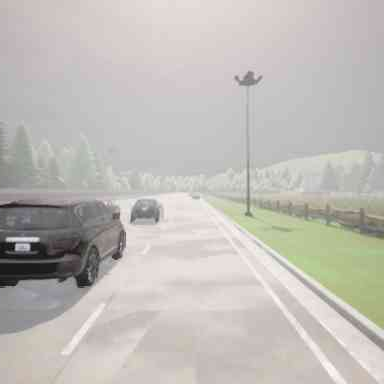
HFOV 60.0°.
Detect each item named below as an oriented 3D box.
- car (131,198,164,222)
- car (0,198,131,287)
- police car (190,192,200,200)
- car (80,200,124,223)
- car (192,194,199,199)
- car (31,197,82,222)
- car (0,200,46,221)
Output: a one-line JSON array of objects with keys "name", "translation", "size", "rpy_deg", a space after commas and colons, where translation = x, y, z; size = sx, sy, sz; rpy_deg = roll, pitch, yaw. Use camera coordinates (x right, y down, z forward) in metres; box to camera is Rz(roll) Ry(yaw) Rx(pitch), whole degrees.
[{"name": "car", "translation": [-3.407, 1.279, 25.934], "size": [2.097, 1.767, 4.553], "rpy_deg": [0, 0, 0]}, {"name": "car", "translation": [-3.402, 1.195, 9.362], "size": [2.150, 2.045, 5.566], "rpy_deg": [0, 0, 0]}, {"name": "police car", "translation": [1.030, 1.191, 84.098], "size": [1.930, 1.638, 5.238], "rpy_deg": [0, 0, 0]}, {"name": "car", "translation": [-6.906, 1.418, 26.186], "size": [2.128, 1.511, 4.902], "rpy_deg": [0, 0, 0]}, {"name": "car", "translation": [1.028, 1.243, 93.988], "size": [1.837, 1.490, 4.892], "rpy_deg": [0, 0, 0]}, {"name": "car", "translation": [-10.406, 1.279, 25.940], "size": [2.097, 1.767, 4.553], "rpy_deg": [0, 0, 0]}, {"name": "car", "translation": [-13.920, 1.449, 27.243], "size": [1.812, 1.442, 4.674], "rpy_deg": [0, 0, 0]}]
